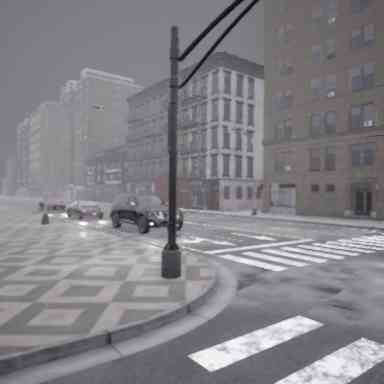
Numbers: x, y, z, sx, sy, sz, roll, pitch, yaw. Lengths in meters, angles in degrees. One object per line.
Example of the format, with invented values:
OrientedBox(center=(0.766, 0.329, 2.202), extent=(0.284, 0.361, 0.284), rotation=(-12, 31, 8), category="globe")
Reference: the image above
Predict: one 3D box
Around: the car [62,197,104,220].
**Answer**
OrientedBox(center=(-8.685, 1.381, 26.863), extent=(1.812, 1.442, 4.674), rotation=(1, 0, -36), category="car")

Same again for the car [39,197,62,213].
OrientedBox(center=(-14.771, 1.291, 35.107), extent=(1.882, 1.535, 5.008), rotation=(1, 0, -36), category="car")

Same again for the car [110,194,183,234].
OrientedBox(center=(-2.733, 1.120, 18.832), extent=(2.150, 2.045, 5.566), rotation=(1, 0, -37), category="car")
